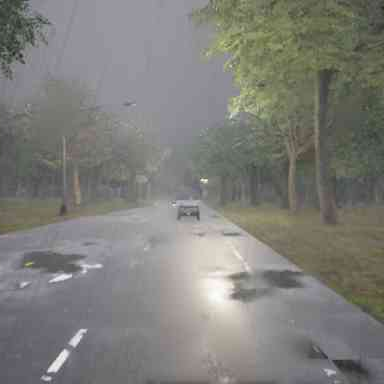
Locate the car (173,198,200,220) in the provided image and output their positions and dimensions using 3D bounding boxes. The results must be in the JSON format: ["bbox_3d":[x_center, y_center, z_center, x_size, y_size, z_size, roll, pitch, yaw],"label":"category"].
[{"bbox_3d":[-0.299,1.573,29.360,2.128,1.511,4.902,0,0,-1],"label":"car"}]

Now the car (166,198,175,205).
[{"bbox_3d":[-4.139,1.823,66.098,2.033,1.411,5.357,0,0,0],"label":"car"}]
